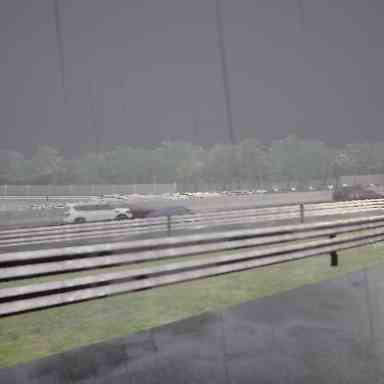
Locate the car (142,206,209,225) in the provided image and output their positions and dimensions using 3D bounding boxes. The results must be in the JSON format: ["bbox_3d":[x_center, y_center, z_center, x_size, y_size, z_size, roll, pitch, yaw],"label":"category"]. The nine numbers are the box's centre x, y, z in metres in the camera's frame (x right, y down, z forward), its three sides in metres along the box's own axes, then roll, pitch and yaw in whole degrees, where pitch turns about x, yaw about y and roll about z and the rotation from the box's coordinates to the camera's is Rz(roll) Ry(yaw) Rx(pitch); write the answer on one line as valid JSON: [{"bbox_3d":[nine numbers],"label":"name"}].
[{"bbox_3d":[-1.062,1.875,26.657,5.008,1.535,1.882,-3,2,-20],"label":"car"}]

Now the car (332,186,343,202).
[{"bbox_3d":[20.394,0.219,42.061,5.566,2.045,2.150,-3,2,-20],"label":"car"}]

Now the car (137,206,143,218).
[{"bbox_3d":[-5.881,1.950,32.337,5.008,1.535,1.882,-3,2,-20],"label":"car"}]

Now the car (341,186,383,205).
[{"bbox_3d":[19.953,0.476,38.164,4.553,1.767,2.097,-3,2,-20],"label":"car"}]

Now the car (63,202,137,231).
[{"bbox_3d":[-7.833,1.848,27.881,5.566,2.045,2.150,-3,2,-20],"label":"car"}]
